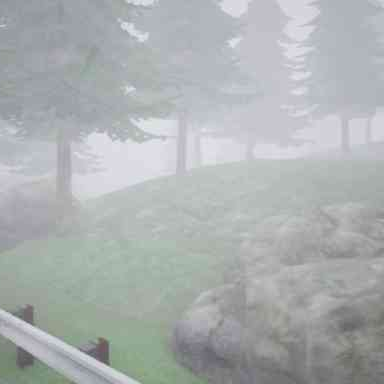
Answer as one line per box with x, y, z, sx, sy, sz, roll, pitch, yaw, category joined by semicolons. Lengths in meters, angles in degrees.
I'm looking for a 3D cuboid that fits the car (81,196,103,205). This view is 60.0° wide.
-17.007;1.469;55.974;4.892;1.490;1.837;0;0;40;car
